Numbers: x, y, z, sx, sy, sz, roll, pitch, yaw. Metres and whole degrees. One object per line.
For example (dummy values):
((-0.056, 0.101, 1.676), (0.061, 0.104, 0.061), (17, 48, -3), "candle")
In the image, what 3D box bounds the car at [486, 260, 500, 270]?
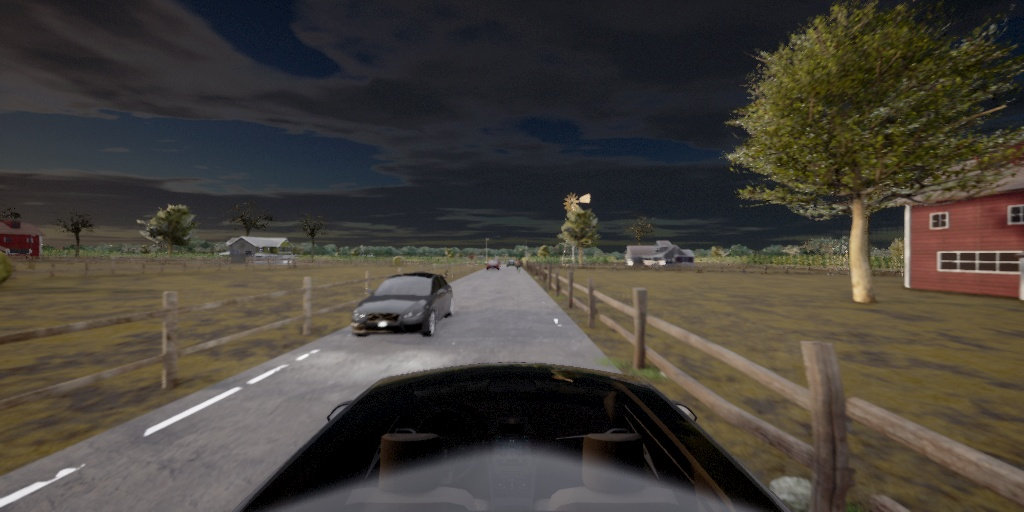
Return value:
((-2.835, 1.346, 53.666), (1.882, 1.535, 5.008), (0, 0, 0), "car")

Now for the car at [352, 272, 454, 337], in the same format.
((-2.853, 1.256, 10.335), (1.837, 1.490, 4.892), (0, 0, 0), "car")

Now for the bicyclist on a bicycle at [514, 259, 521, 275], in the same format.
((0.737, 1.245, 38.902), (0.582, 1.620, 1.656), (0, -1, 0), "bicyclist on a bicycle")
